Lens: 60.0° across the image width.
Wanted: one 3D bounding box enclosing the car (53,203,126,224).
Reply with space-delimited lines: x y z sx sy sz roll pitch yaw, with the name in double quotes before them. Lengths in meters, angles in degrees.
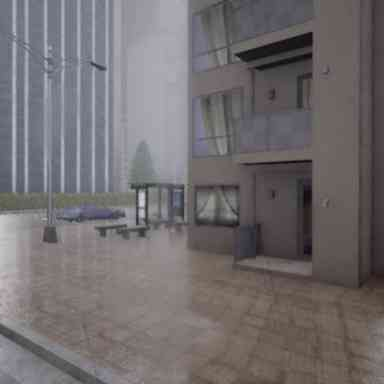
"car" -7.611 1.542 25.119 2.033 1.411 5.357 0 0 41
